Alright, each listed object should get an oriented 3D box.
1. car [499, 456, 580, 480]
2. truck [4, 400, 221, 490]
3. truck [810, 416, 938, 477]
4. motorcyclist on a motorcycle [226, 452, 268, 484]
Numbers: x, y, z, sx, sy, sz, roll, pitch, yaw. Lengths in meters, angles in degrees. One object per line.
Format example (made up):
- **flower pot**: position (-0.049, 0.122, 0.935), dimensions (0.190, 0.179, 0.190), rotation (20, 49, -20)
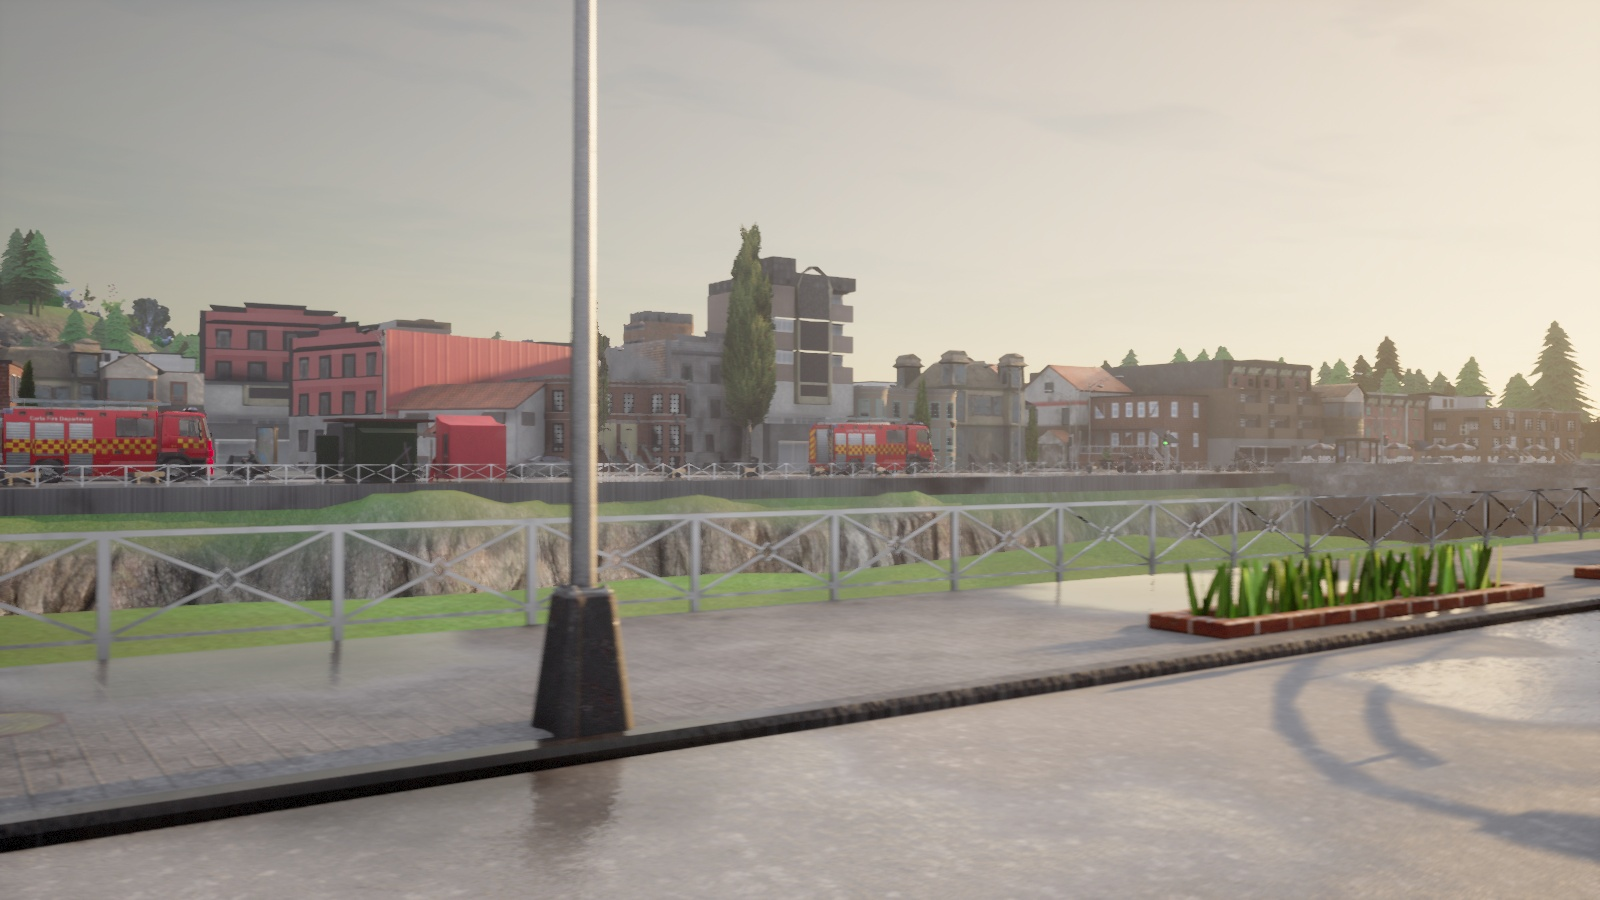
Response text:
- **car**: position (-15.275, 1.022, 73.689), dimensions (4.181, 1.385, 1.994), rotation (0, 0, -35)
- **truck**: position (-31.412, -0.212, 57.582), dimensions (8.468, 3.827, 2.891), rotation (0, 0, -35)
- **truck**: position (4.955, -0.227, 82.911), dimensions (8.468, 3.827, 2.891), rotation (0, 0, -35)
- **motorcyclist on a motorcycle**: position (-28.412, 0.916, 64.541), dimensions (1.817, 1.590, 0.866), rotation (0, 0, -35)
